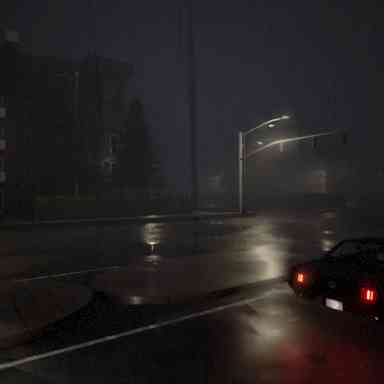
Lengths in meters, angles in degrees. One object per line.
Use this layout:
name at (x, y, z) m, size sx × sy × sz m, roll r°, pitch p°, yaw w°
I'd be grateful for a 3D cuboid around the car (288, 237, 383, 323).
car at (4.205, 1.601, 6.863) m, size 4.718 × 1.301 × 1.895 m, roll 0°, pitch 0°, yaw -35°
